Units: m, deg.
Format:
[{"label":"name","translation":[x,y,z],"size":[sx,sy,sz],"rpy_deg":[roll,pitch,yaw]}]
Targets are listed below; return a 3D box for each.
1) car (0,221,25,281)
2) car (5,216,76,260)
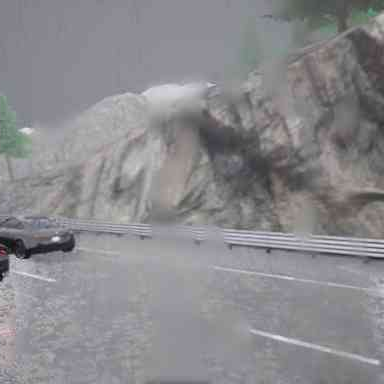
[{"label":"car","translation":[-6.591,1.566,8.617],"size":[4.892,1.490,1.837],"rpy_deg":[0,0,35]},{"label":"car","translation":[-6.384,1.621,12.759],"size":[4.181,1.385,1.994],"rpy_deg":[0,0,35]}]
